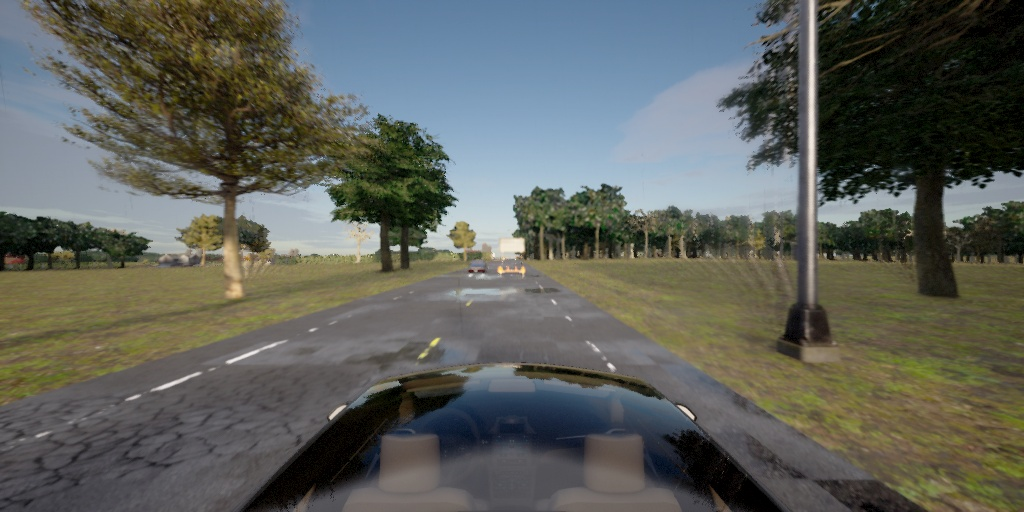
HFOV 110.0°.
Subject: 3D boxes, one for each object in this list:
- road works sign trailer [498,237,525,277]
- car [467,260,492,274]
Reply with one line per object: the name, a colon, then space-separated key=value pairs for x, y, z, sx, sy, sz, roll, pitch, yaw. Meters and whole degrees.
road works sign trailer: x=0.000 y=0.052 z=33.136 sx=2.380 sy=3.560 sz=2.880 roll=0 pitch=0 yaw=0
car: x=-3.574 y=1.111 z=38.250 sx=2.033 sy=1.411 sz=5.357 roll=0 pitch=0 yaw=0
